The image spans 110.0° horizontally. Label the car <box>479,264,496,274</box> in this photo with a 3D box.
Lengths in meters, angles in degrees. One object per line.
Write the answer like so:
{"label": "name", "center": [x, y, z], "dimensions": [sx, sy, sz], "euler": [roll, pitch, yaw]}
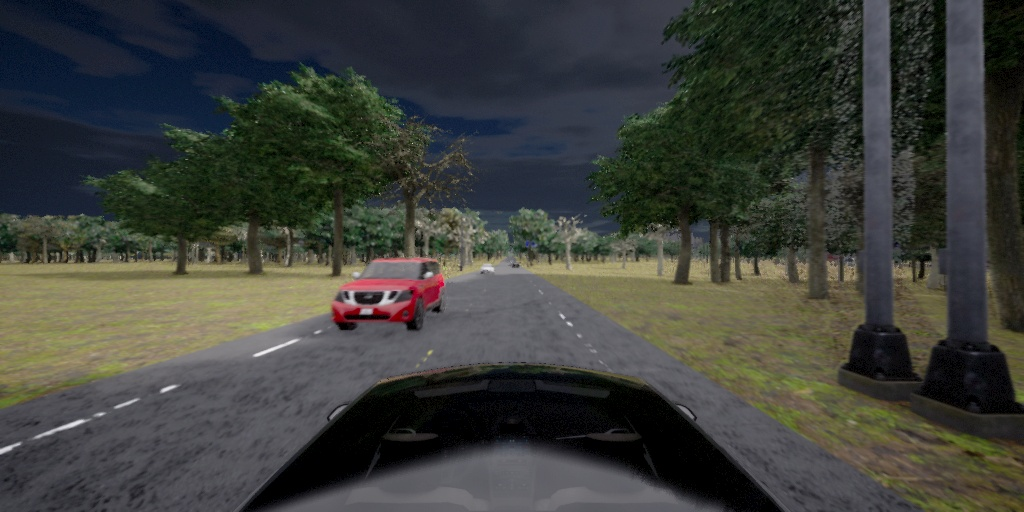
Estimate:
{"label": "car", "center": [-3.537, 1.868, 51.957], "dimensions": [1.812, 1.442, 4.674], "euler": [0, -1, 1]}

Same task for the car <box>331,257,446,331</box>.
{"label": "car", "center": [-3.599, 1.055, 11.635], "dimensions": [2.150, 2.045, 5.566], "euler": [0, -1, 0]}
